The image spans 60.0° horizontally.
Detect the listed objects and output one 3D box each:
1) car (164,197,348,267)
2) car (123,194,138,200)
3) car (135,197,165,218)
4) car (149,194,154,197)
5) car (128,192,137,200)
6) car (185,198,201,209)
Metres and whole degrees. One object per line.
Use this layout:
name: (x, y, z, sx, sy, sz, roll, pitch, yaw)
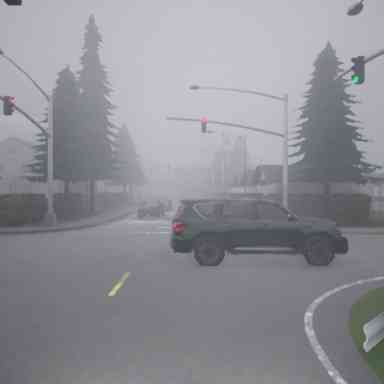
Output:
car: (2.042, 1.211, 10.892, 5.566, 2.045, 2.150, 0, 0, 0)
car: (-16.222, 1.327, 87.839, 3.806, 1.475, 1.970, 0, 0, -1)
car: (-3.601, 1.466, 29.921, 1.882, 1.535, 5.008, 0, 0, 0)
car: (-3.601, 1.336, 40.075, 2.097, 1.767, 4.553, 0, 0, 0)
car: (-16.812, 1.044, 84.511, 3.866, 1.878, 1.905, 0, 0, -1)
car: (0.081, 1.530, 45.362, 2.033, 1.411, 5.357, 0, 0, 0)
